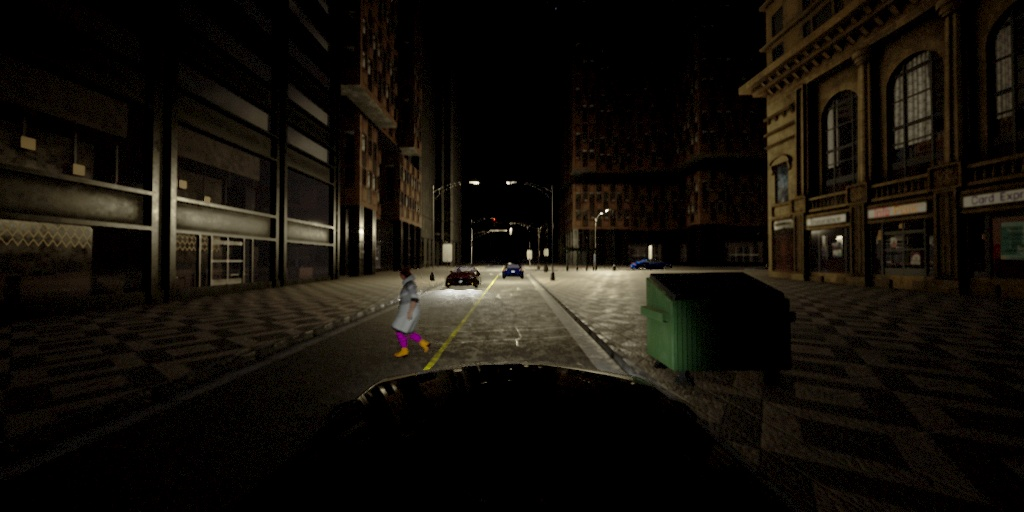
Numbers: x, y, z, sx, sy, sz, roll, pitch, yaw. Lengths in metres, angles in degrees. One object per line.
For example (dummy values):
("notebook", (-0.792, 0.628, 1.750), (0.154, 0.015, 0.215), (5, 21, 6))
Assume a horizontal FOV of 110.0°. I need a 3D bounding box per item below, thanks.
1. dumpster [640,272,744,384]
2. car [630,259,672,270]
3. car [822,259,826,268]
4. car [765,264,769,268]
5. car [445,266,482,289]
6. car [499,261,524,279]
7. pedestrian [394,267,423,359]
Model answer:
("dumpster", (3.137, 1.153, 6.675), (1.020, 1.700, 1.940), (0, 0, 0))
("car", (17.582, 1.154, 45.279), (5.008, 1.535, 1.882), (0, -1, 0))
("car", (40.740, 1.061, 45.346), (4.674, 1.442, 1.812), (-1, -1, 0))
("car", (37.355, 1.150, 48.449), (5.357, 1.411, 2.033), (0, -1, 0))
("car", (-3.078, 1.346, 23.458), (1.994, 1.385, 4.181), (0, 0, 0))
("car", (0.107, 1.362, 33.785), (1.994, 1.385, 4.181), (0, 0, 0))
("pedestrian", (-2.051, 1.051, 7.136), (0.375, 1.860, 0.375), (1, -1, -10))
